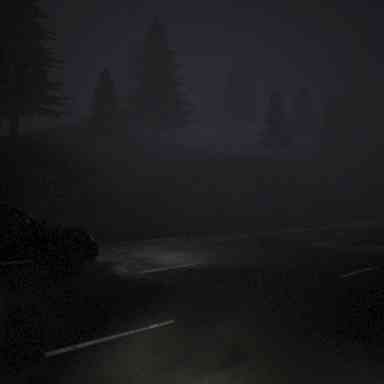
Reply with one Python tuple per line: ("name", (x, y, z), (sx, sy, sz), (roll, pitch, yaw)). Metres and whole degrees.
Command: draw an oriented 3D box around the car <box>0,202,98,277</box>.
("car", (-5.322, 1.220, 8.552), (5.566, 2.045, 2.150), (0, 0, -36))
